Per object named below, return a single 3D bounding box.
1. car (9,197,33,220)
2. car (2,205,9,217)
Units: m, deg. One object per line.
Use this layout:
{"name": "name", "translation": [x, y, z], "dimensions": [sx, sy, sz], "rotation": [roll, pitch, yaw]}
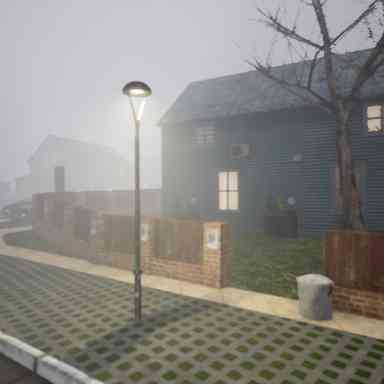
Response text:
{"name": "car", "translation": [-8.920, 1.041, 21.740], "dimensions": [1.895, 1.301, 4.718], "rotation": [-1, 1, 30]}
{"name": "car", "translation": [-11.172, 1.023, 23.723], "dimensions": [1.994, 1.385, 4.181], "rotation": [-1, 1, 30]}
